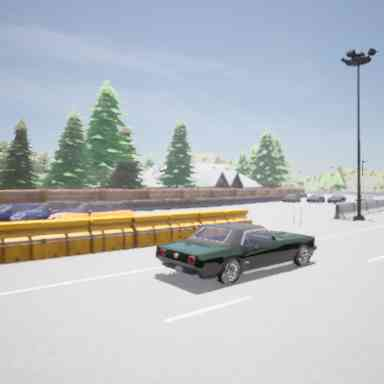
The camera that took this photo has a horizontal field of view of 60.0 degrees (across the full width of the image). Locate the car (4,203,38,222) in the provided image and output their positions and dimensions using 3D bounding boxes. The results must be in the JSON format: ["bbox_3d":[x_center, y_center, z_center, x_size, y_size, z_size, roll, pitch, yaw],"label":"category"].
[{"bbox_3d":[-8.271,1.314,19.792,4.553,1.767,2.097,-1,0,-37],"label":"car"}]

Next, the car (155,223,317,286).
[{"bbox_3d":[1.443,1.537,9.290,4.718,1.301,1.895,-1,0,-37],"label":"car"}]

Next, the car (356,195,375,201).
[{"bbox_3d":[25.704,1.093,49.304,1.895,1.301,4.718,0,0,37],"label":"car"}]

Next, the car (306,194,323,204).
[{"bbox_3d":[19.874,1.069,53.141,2.033,1.411,5.357,0,0,37],"label":"car"}]

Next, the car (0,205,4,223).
[{"bbox_3d":[-11.421,1.505,21.785,4.674,1.442,1.812,-1,0,-37],"label":"car"}]

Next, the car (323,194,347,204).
[{"bbox_3d":[21.902,1.069,50.040,2.033,1.411,5.357,0,0,38],"label":"car"}]

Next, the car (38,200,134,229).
[{"bbox_3d":[-5.336,1.301,17.624,4.553,1.767,2.097,-1,0,-38],"label":"car"}]

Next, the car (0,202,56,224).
[{"bbox_3d":[-13.193,1.525,24.782,5.357,1.411,2.033,-1,0,-37],"label":"car"}]

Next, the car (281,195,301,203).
[{"bbox_3d":[16.156,1.113,54.105,1.994,1.385,4.181,0,1,37],"label":"car"}]
